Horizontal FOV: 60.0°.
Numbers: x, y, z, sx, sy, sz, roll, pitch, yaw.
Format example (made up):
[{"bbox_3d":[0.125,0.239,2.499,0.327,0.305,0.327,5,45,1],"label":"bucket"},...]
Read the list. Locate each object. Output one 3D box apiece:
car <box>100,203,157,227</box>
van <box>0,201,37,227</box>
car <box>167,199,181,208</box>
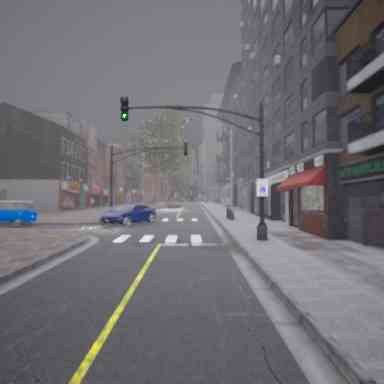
[{"bbox_3d":[-4.374,1.557,23.534,1.882,1.535,5.008,0,0,25],"label":"car"},{"bbox_3d":[-12.919,1.487,23.133,3.998,1.788,1.690,0,-2,0],"label":"van"},{"bbox_3d":[-2.736,1.774,50.746,1.895,1.301,4.718,0,-1,0],"label":"car"}]
